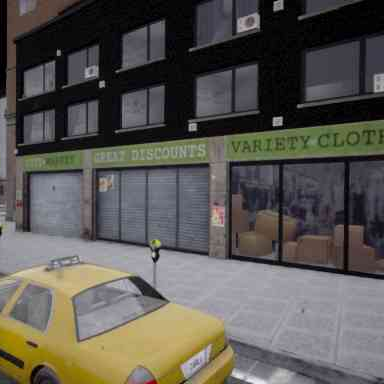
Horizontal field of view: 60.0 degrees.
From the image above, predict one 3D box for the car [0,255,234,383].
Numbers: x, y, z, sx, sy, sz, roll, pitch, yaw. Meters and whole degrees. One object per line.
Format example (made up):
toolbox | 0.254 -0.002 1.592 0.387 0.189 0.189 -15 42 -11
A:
car | -1.836 1.524 4.401 4.829 1.417 1.752 0 1 36
